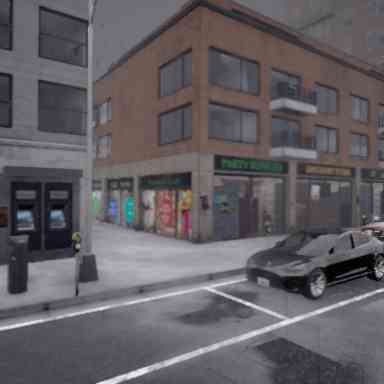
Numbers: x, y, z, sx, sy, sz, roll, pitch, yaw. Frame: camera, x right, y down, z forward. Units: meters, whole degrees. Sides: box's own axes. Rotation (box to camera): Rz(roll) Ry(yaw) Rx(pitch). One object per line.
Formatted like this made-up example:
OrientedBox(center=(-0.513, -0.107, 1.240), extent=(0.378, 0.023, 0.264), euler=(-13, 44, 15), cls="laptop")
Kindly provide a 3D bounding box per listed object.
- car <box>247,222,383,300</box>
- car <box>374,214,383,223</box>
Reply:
OrientedBox(center=(3.350, 1.622, 8.572), extent=(4.313, 1.339, 1.947), euler=(1, 0, -35), cls="car")
OrientedBox(center=(7.978, 1.413, 11.871), extent=(5.009, 1.841, 2.192), euler=(1, 0, -35), cls="car")
